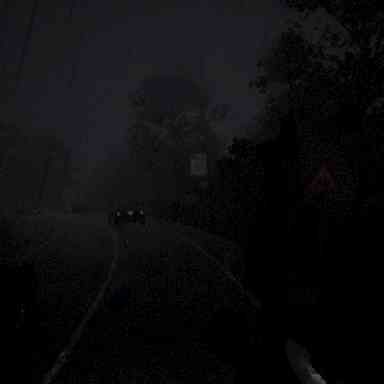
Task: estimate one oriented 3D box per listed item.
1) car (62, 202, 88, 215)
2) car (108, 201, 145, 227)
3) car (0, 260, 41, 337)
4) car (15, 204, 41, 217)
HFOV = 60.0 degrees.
[{"bbox_3d":[-14.193,1.924,40.202,1.882,1.535,5.008,-4,0,-38],"label":"car"},{"bbox_3d":[-4.910,1.479,24.405,2.097,1.767,4.553,-2,0,-21],"label":"car"},{"bbox_3d":[-3.603,1.590,3.961,2.033,1.411,5.357,0,0,-4],"label":"car"},{"bbox_3d":[-21.265,2.350,43.054,4.902,1.511,2.128,-3,1,44],"label":"car"}]
